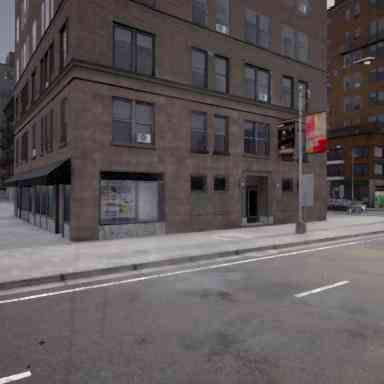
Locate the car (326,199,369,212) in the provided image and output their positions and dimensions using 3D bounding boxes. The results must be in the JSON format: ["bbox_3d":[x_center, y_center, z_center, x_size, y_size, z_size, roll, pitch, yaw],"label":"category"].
[{"bbox_3d":[18.713,1.577,40.134,1.947,1.339,4.313,0,0,-35],"label":"car"}]

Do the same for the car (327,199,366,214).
[{"bbox_3d":[15.641,1.482,34.974,2.128,1.511,4.902,0,0,-35],"label":"car"}]
